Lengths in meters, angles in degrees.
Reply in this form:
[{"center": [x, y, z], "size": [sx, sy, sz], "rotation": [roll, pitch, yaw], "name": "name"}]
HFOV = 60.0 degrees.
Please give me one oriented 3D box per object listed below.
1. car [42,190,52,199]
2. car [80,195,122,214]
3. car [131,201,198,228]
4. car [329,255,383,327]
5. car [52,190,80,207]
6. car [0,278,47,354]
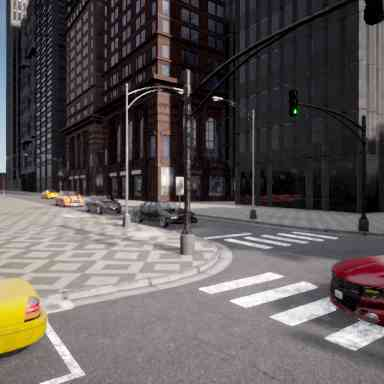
[{"center": [-24.392, 0.422, 57.049], "size": [1.882, 1.535, 5.008], "rotation": [0, 1, -36], "name": "car"}, {"center": [-7.578, 1.013, 28.219], "size": [1.837, 1.490, 4.892], "rotation": [0, 1, -36], "name": "car"}, {"center": [-1.863, 1.237, 20.275], "size": [2.033, 1.411, 5.357], "rotation": [0, 1, -36], "name": "car"}, {"center": [5.028, 1.489, 5.856], "size": [5.008, 1.535, 1.882], "rotation": [0, -1, -2], "name": "car"}, {"center": [-13.428, 0.681, 36.355], "size": [2.097, 1.767, 4.553], "rotation": [0, 1, -35], "name": "car"}, {"center": [-4.251, 1.525, 3.617], "size": [4.829, 1.417, 1.752], "rotation": [0, 0, -35], "name": "car"}]
